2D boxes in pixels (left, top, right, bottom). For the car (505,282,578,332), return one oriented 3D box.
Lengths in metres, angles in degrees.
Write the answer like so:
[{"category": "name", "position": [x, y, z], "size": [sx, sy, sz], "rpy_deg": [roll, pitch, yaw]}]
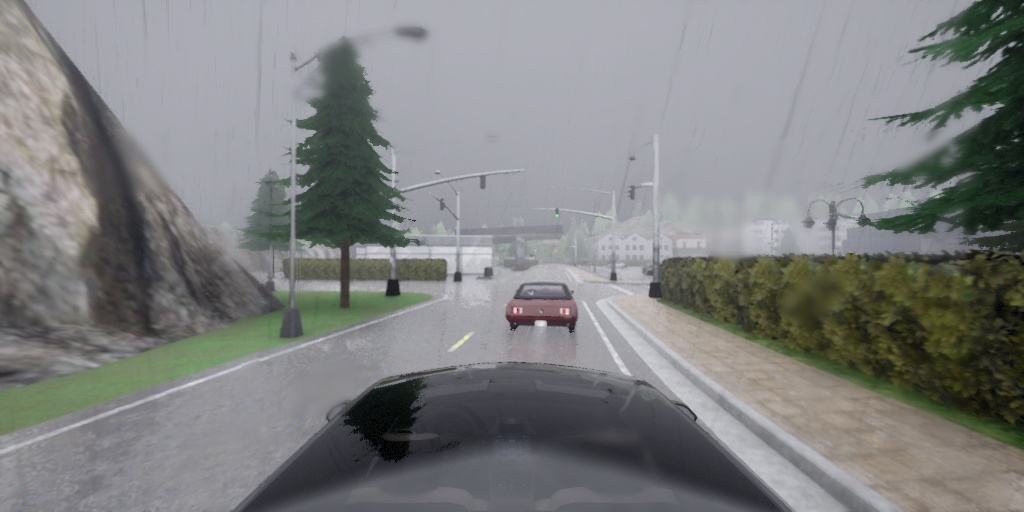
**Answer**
[{"category": "car", "position": [1.023, 1.467, 11.397], "size": [1.895, 1.301, 4.718], "rpy_deg": [0, -1, 7]}]
